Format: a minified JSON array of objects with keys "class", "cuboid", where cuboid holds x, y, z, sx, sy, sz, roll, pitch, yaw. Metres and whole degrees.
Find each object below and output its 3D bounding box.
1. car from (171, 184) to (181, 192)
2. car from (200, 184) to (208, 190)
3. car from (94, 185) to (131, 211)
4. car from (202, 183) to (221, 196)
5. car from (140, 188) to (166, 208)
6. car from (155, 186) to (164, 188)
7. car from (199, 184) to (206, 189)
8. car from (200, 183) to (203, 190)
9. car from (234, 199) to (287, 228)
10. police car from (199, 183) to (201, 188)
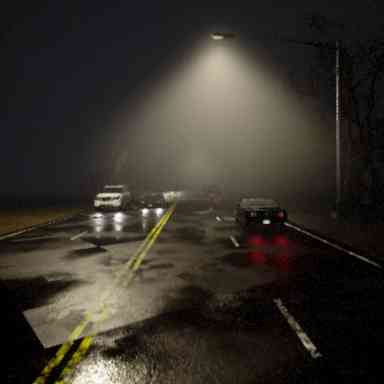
[{"class":"car","cuboid":[-3.451,-0.841,71.757,1.837,1.490,4.892,-1,2,0]},{"class":"car","cuboid":[3.025,-1.361,83.043,1.812,1.442,4.674,-1,2,0]},{"class":"car","cuboid":[-6.692,0.439,28.635,2.150,2.045,5.566,-1,2,0]},{"class":"car","cuboid":[3.100,-0.362,50.039,2.097,1.767,4.553,-1,1,0]},{"class":"car","cuboid":[-3.440,0.647,30.270,2.033,1.411,5.357,-1,2,0]},{"class":"car","cuboid":[-6.691,-0.609,68.292,2.033,1.411,5.357,-1,2,0]},{"class":"car","cuboid":[3.047,-1.683,94.037,1.895,1.301,4.718,-1,2,0]},{"class":"car","cuboid":[3.090,-0.683,61.060,2.033,1.649,4.856,0,2,0]},{"class":"car","cuboid":[3.318,0.998,17.055,1.895,1.301,4.718,-1,1,0]},{"class":"police car","cuboid":[3.047,-1.070,72.158,1.930,1.638,5.238,-1,3,0]}]
